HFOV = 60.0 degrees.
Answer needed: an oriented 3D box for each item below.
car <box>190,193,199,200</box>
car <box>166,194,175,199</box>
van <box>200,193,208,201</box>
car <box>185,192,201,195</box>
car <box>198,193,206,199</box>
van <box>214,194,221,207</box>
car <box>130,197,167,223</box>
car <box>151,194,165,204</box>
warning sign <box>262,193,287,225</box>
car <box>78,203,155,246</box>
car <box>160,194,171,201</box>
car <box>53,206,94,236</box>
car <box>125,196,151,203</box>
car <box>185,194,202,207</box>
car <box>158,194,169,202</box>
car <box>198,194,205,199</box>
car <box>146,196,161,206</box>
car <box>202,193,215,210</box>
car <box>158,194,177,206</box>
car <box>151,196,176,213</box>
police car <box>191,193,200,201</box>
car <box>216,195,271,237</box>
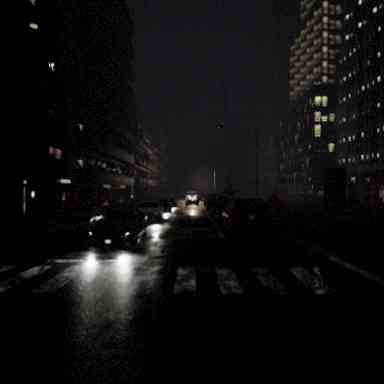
[{"bbox_3d":[0.710,1.037,85.561,2.097,1.767,4.553,0,0,3],"label":"car"},{"bbox_3d":[-5.750,1.184,89.126,1.887,1.381,4.507,0,0,0],"label":"car"},{"bbox_3d":[2.642,1.070,72.550,1.690,1.788,3.998,0,0,0],"label":"van"},{"bbox_3d":[-0.032,0.981,56.900,2.150,2.045,5.566,0,0,0],"label":"car"},{"bbox_3d":[2.630,1.128,89.131,1.967,1.590,4.097,0,0,0],"label":"car"},{"bbox_3d":[2.676,1.235,22.811,1.690,1.788,3.998,0,0,0],"label":"van"},{"bbox_3d":[-3.105,1.379,24.551,1.812,1.442,4.674,0,0,0],"label":"car"},{"bbox_3d":[-5.727,1.170,55.966,1.967,1.590,4.097,0,0,0],"label":"car"},{"bbox_3d":[5.066,1.032,20.542,1.300,1.860,1.060,1,0,0],"label":"warning sign"},{"bbox_3d":[-3.105,1.440,14.953,2.033,1.411,5.357,0,0,0],"label":"car"},{"bbox_3d":[-5.738,1.225,72.545,1.887,1.381,4.507,0,0,0],"label":"car"},{"bbox_3d":[-5.699,1.419,17.280,2.008,1.369,4.403,0,0,0],"label":"car"},{"bbox_3d":[-5.711,1.355,33.859,2.008,1.369,4.403,0,0,0],"label":"car"},{"bbox_3d":[0.059,1.394,46.941,1.895,1.301,4.718,0,0,0],"label":"car"},{"bbox_3d":[-5.734,1.222,66.849,1.752,1.417,4.829,0,0,0],"label":"car"},{"bbox_3d":[2.626,1.201,94.828,1.752,1.417,4.829,0,0,0],"label":"car"},{"bbox_3d":[-5.723,1.330,50.440,1.802,1.307,4.206,0,0,0],"label":"car"},{"bbox_3d":[2.665,1.149,39.390,2.192,1.841,5.009,0,0,0],"label":"car"},{"bbox_3d":[-3.070,1.347,44.464,1.994,1.385,4.181,0,0,0],"label":"car"},{"bbox_3d":[-3.099,1.381,34.523,1.994,1.385,4.181,0,0,0],"label":"car"},{"bbox_3d":[0.855,1.136,75.657,1.930,1.638,5.238,0,0,0],"label":"police car"},{"bbox_3d":[2.680,1.232,17.285,2.192,1.841,5.009,0,0,0],"label":"car"}]
